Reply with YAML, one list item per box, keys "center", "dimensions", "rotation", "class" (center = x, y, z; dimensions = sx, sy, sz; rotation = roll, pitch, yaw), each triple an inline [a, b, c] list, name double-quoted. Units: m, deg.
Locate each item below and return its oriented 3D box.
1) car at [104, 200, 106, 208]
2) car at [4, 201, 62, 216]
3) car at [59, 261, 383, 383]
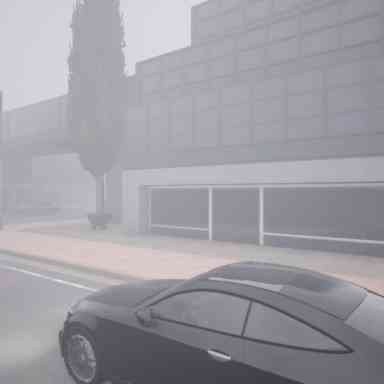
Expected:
- center: [-10.696, 1.352, 45.966]
  dimensions: [2.097, 1.767, 4.553]
  rotation: [0, 0, 36]
  class: "car"
- center: [-15.614, 1.600, 33.140]
  dimensions: [1.895, 1.301, 4.718]
  rotation: [0, 0, 36]
  class: "car"
- center: [0.513, 1.526, 3.614]
  dimensions: [4.674, 1.442, 1.812]
  rotation: [0, 0, 36]
  class: "car"
